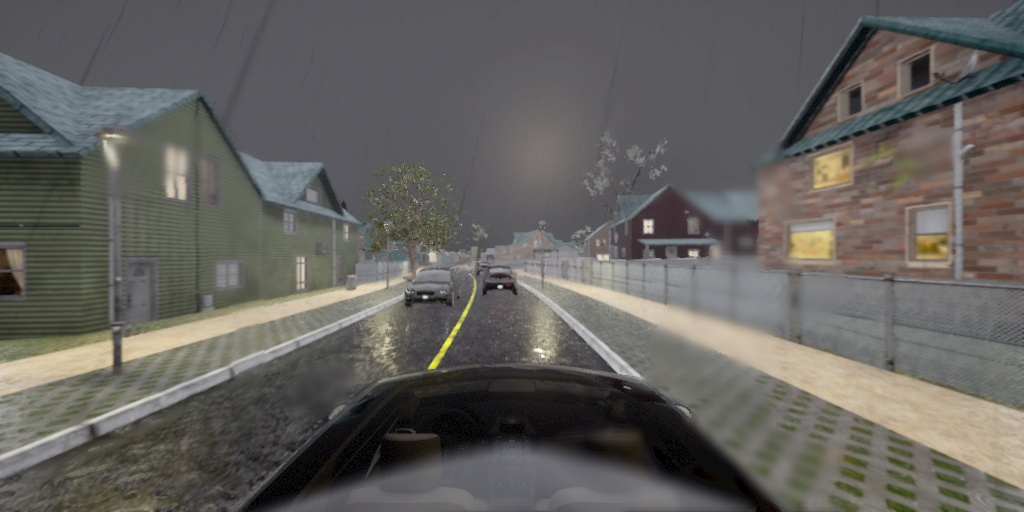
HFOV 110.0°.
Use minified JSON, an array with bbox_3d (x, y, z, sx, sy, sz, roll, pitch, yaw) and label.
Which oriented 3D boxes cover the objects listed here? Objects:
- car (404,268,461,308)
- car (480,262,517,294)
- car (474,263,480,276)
[{"bbox_3d":[-3.270,1.278,15.491,1.837,1.490,4.892,0,-1,-3],"label":"car"},{"bbox_3d":[-0.763,1.295,20.455,1.837,1.490,4.892,0,0,-4],"label":"car"},{"bbox_3d":[-3.343,1.494,41.916,1.837,1.490,4.892,0,-1,-9],"label":"car"}]
